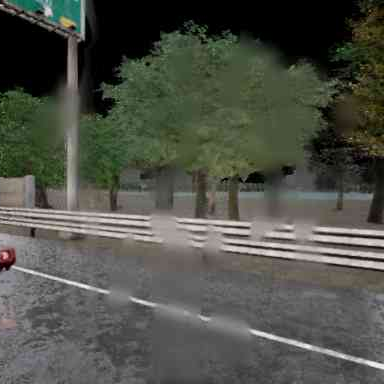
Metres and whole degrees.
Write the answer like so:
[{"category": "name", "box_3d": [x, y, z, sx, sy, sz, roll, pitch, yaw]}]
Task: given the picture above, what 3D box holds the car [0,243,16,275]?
[{"category": "car", "box_3d": [-6.725, 1.560, 8.805, 4.718, 1.301, 1.895, 0, 0, 36]}]
